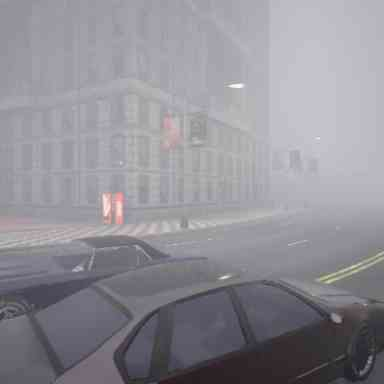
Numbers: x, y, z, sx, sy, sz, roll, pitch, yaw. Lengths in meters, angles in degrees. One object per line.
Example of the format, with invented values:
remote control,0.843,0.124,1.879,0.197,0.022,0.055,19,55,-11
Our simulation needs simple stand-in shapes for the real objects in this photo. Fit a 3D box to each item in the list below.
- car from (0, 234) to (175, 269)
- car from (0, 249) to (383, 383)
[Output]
car,-2.056,1.600,6.690,4.718,1.301,1.895,0,0,-35
car,0.166,1.546,3.728,5.357,1.411,2.033,0,0,-34
